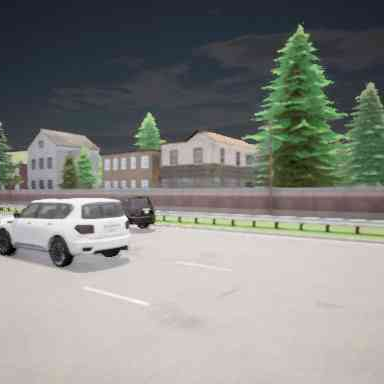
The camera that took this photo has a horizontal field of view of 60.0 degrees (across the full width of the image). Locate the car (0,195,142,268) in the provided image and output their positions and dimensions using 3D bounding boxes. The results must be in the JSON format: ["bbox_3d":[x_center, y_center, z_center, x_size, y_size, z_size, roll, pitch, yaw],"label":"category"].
[{"bbox_3d":[-4.591,1.223,11.567,5.566,2.045,2.150,0,0,36],"label":"car"}]

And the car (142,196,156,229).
[{"bbox_3d":[-4.735,1.224,20.268,5.566,2.045,2.150,0,0,36],"label":"car"}]

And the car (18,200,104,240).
[{"bbox_3d":[-6.984,1.355,17.574,4.553,1.767,2.097,0,0,36],"label":"car"}]
